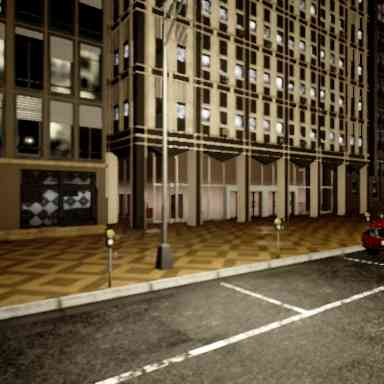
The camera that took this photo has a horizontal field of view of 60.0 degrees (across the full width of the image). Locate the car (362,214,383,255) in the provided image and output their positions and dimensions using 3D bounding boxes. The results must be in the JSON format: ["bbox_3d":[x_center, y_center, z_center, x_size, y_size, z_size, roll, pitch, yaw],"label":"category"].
[{"bbox_3d":[8.316,1.345,12.200,5.009,1.841,2.192,0,0,-35],"label":"car"}]
